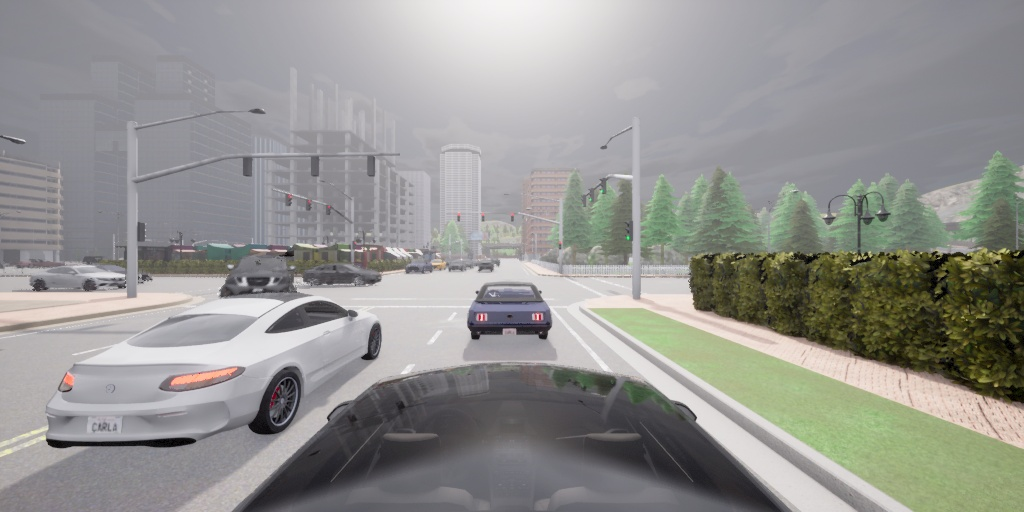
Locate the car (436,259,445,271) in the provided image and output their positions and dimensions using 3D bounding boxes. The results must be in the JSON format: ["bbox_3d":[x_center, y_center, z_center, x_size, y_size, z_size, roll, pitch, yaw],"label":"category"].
[{"bbox_3d":[-10.566,1.228,50.524,1.882,1.535,5.008,0,0,0],"label":"car"}]

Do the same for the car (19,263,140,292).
[{"bbox_3d":[-25.013,1.276,20.843,4.674,1.442,1.812,0,0,1],"label":"car"}]

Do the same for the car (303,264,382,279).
[{"bbox_3d":[-11.257,1.257,23.952,4.892,1.490,1.837,-1,0,2],"label":"car"}]

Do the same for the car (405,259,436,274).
[{"bbox_3d":[-10.713,1.102,41.561,2.097,1.767,4.553,0,0,3],"label":"car"}]

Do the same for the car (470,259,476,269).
[{"bbox_3d":[-7.052,1.255,56.011,1.837,1.490,4.892,0,0,0],"label":"car"}]

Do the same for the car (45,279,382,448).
[{"bbox_3d":[-3.505,1.276,5.362,1.812,1.442,4.674,0,0,-1],"label":"car"}]

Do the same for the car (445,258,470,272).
[{"bbox_3d":[-7.075,1.255,46.901,1.837,1.490,4.892,0,0,0],"label":"car"}]

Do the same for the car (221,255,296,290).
[{"bbox_3d":[-11.112,0.972,16.089,2.150,2.045,5.566,2,-1,-31],"label":"car"}]

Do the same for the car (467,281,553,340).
[{"bbox_3d":[-0.089,1.351,9.969,1.895,1.301,4.718,0,0,-1],"label":"car"}]

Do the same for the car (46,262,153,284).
[{"bbox_3d":[-27.803,1.297,24.399,5.357,1.411,2.033,0,0,2],"label":"car"}]

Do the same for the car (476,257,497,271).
[{"bbox_3d":[-3.368,1.255,47.933,1.837,1.490,4.892,0,0,0],"label":"car"}]
